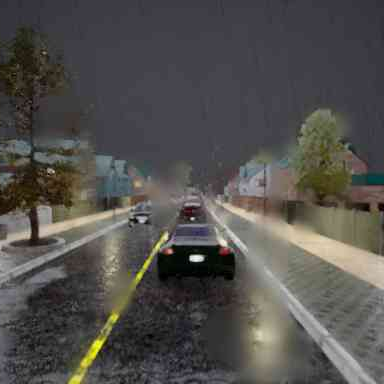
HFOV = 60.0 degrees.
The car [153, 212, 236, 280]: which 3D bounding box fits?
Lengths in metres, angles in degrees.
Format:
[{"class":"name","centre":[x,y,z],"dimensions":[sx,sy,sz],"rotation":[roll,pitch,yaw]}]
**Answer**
[{"class":"car","centre":[0.099,1.515,9.804],"dimensions":[1.994,1.385,4.181],"rotation":[0,0,0]}]

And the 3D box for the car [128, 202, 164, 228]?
[{"class":"car","centre":[-2.840,1.400,21.382],"dimensions":[2.128,1.511,4.902],"rotation":[0,0,0]}]

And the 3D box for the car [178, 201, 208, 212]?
[{"class":"car","centre":[0.059,1.408,23.480],"dimensions":[1.837,1.490,4.892],"rotation":[0,0,1]}]
